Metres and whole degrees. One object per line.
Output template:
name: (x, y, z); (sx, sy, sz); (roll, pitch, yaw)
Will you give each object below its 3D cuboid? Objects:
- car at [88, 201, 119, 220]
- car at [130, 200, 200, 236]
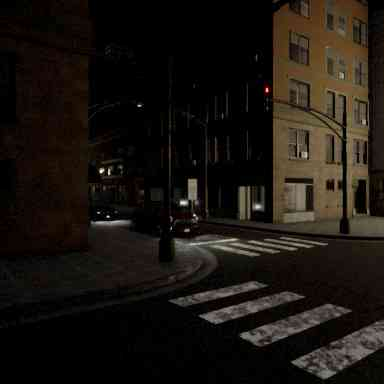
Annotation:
car: (-7.696, 1.408, 26.607); (2.033, 1.411, 5.357); (0, 0, -35)
car: (-1.546, 1.269, 17.984); (2.097, 1.767, 4.553); (0, 0, -36)
